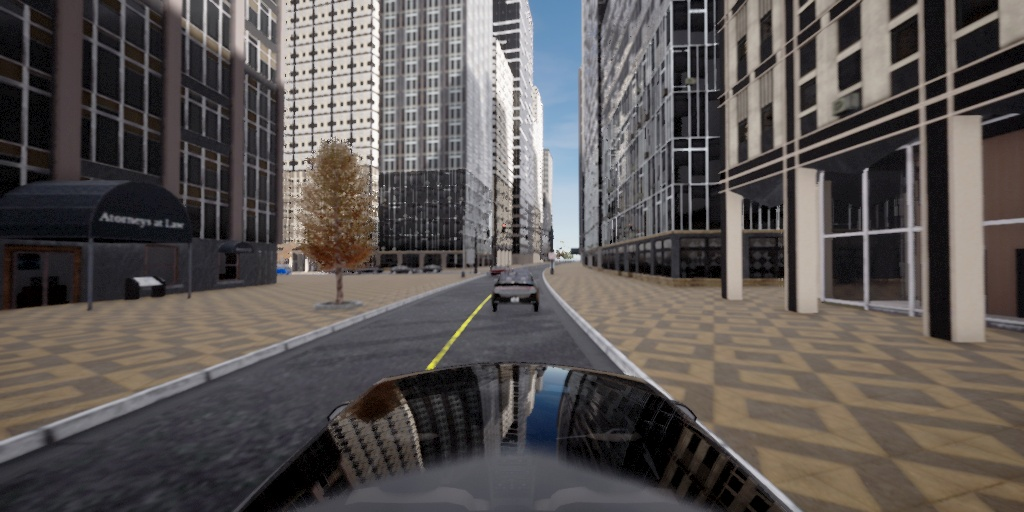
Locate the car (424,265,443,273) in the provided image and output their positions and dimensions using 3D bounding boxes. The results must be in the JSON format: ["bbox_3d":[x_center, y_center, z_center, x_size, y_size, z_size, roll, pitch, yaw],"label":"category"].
[{"bbox_3d":[-13.927,2.208,61.199,4.403,1.370,2.007,0,0,13],"label":"car"}]

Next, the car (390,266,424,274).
[{"bbox_3d":[-15.818,2.089,53.035,4.403,1.370,2.007,0,0,13],"label":"car"}]

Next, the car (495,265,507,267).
[{"bbox_3d":[-1.394,1.767,42.377,1.895,1.301,4.718,0,-1,5],"label":"car"}]

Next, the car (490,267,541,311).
[{"bbox_3d":[0.191,1.388,15.297,2.128,1.511,4.902,0,0,2],"label":"car"}]
